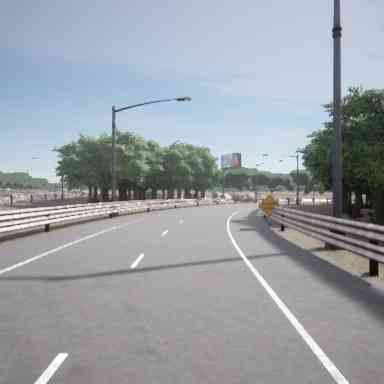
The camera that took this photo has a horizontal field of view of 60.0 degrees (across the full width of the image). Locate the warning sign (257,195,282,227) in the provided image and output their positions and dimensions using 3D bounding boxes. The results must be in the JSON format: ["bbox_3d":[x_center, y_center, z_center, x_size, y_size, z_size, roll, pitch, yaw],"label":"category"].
[{"bbox_3d":[4.611,1.101,19.833,1.300,1.860,1.060,0,-1,5],"label":"warning sign"}]
